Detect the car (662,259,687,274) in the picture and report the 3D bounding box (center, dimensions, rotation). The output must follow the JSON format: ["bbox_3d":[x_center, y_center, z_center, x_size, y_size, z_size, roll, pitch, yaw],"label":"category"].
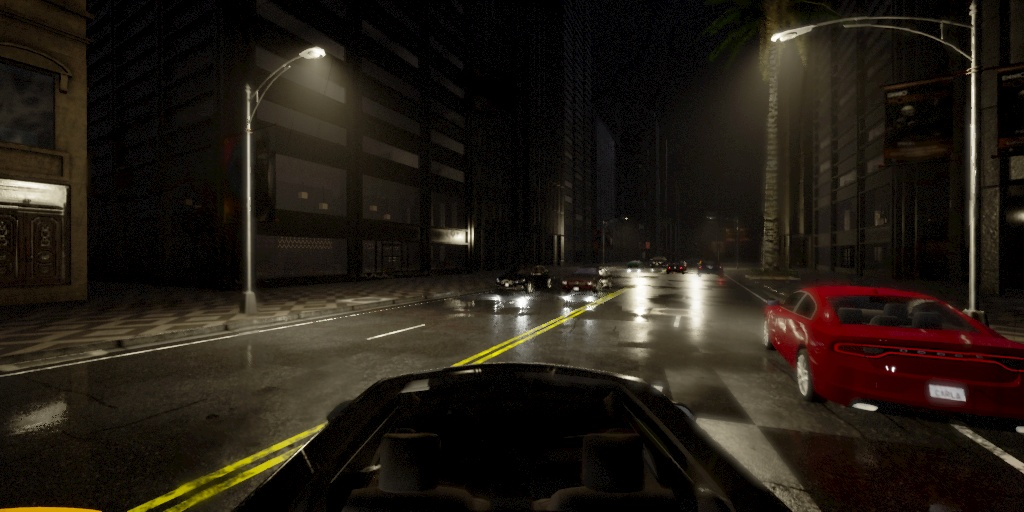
[{"bbox_3d":[18.625,1.315,40.713,2.033,1.411,5.357,0,0,27],"label":"car"}]

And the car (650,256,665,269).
[{"bbox_3d":[23.960,1.010,58.563,2.150,2.045,5.566,0,0,28],"label":"car"}]

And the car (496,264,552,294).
[{"bbox_3d":[0.833,1.257,20.747,1.837,1.490,4.892,0,0,27],"label":"car"}]

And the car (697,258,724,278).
[{"bbox_3d":[19.269,1.116,34.891,2.097,1.767,4.553,0,0,27],"label":"car"}]

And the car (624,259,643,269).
[{"bbox_3d":[19.741,1.385,57.497,1.895,1.301,4.718,0,0,27],"label":"car"}]

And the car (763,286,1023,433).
[{"bbox_3d":[5.511,1.228,5.807,1.882,1.535,5.008,0,0,27],"label":"car"}]

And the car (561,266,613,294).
[{"bbox_3d":[4.519,1.301,20.812,2.033,1.411,5.357,0,0,27],"label":"car"}]
